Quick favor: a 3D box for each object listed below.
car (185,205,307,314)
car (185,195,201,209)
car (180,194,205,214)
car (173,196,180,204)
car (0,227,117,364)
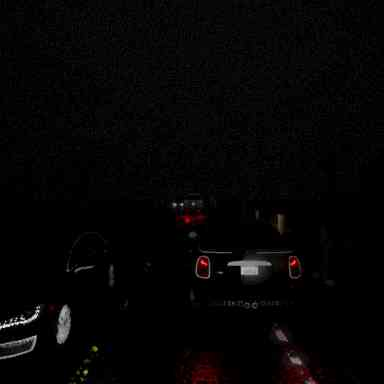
[{"bbox_3d":[0.980,1.351,7.754,2.097,1.767,4.553,0,0,0],"label":"car"},{"bbox_3d":[0.128,1.372,46.312,2.097,1.767,4.553,0,0,0],"label":"car"},{"bbox_3d":[0.163,1.232,35.815,2.150,2.045,5.566,0,0,0],"label":"car"},{"bbox_3d":[-2.588,1.545,65.331,1.837,1.490,4.892,0,0,0],"label":"car"},{"bbox_3d":[-2.738,1.504,6.254,1.837,1.490,4.892,0,0,0],"label":"car"}]
